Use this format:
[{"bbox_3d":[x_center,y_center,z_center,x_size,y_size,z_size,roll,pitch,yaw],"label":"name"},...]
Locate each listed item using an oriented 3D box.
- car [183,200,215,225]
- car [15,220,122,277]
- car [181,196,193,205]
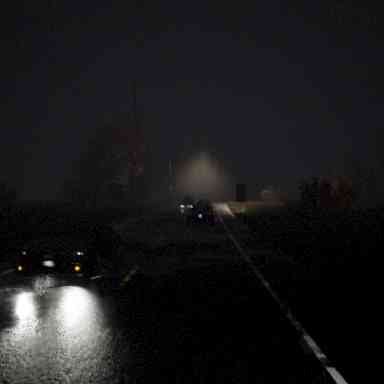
[{"bbox_3d":[0.634,1.569,24.400,1.994,1.385,4.181,0,0,2],"label":"car"},{"bbox_3d":[-3.491,1.564,10.150,1.994,1.385,4.181,0,0,1],"label":"car"},{"bbox_3d":[-0.756,1.501,58.247,1.837,1.490,4.892,0,0,6],"label":"car"}]
